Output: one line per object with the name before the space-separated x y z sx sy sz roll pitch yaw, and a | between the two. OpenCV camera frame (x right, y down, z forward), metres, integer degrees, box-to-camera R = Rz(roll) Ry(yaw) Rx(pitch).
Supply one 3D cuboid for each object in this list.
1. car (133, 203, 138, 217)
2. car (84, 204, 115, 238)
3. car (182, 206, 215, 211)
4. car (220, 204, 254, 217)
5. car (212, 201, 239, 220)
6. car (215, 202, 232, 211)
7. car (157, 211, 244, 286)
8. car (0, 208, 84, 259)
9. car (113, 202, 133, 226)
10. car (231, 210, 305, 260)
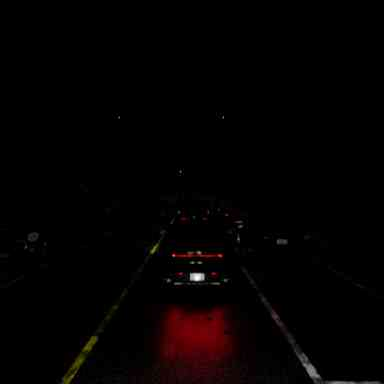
car | -5.754 1.551 28.771 1.887 1.381 4.507 -1 0 0
car | -5.762 1.569 17.761 1.947 1.339 4.313 -1 0 0
car | 0.110 1.551 20.784 2.033 1.411 5.357 0 0 0
car | 2.763 1.548 17.754 1.887 1.381 4.507 -1 0 0
car | 2.771 1.551 28.765 1.887 1.381 4.507 -1 0 0
car | 2.767 1.549 23.260 1.887 1.381 4.507 -1 0 0
car | 0.107 1.507 9.354 1.837 1.490 4.892 0 0 0
car | -5.767 1.442 12.255 1.967 1.590 4.097 -1 0 0
car | -5.758 1.555 23.266 2.008 1.369 4.403 -1 0 0
car | 2.760 1.568 12.250 1.947 1.339 4.313 -1 0 0
